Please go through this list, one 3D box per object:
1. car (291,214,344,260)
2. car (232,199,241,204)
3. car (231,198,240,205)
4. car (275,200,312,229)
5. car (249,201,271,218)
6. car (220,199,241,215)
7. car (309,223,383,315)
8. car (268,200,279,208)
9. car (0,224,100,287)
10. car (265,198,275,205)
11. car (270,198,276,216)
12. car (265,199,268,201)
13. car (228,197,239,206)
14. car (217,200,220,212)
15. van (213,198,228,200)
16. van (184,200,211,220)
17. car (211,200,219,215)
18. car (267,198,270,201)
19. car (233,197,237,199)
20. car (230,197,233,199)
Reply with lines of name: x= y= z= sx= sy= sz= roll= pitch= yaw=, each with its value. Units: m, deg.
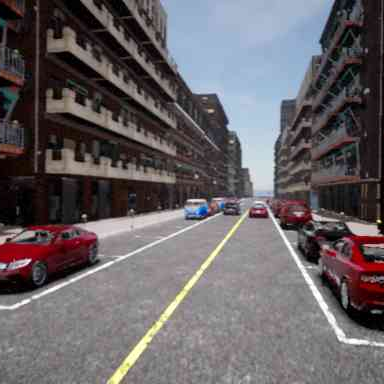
car: x=5.159 y=1.755 z=12.879 sx=1.947 sy=1.339 sz=4.313 roll=0 pitch=-1 yaw=12
car: x=11.708 y=2.485 z=86.722 sx=1.947 sy=1.339 sz=4.313 roll=0 pitch=-1 yaw=12
car: x=10.574 y=2.293 z=81.175 sx=1.967 sy=1.590 sz=4.097 roll=0 pitch=-1 yaw=12
car: x=7.429 y=1.632 z=23.978 sx=2.192 sy=1.841 sz=5.009 roll=0 pitch=-1 yaw=12
car: x=6.997 y=1.965 z=34.949 sx=1.994 sy=1.385 sz=4.181 roll=1 pitch=0 yaw=12
car: x=4.757 y=1.906 z=39.252 sx=1.837 sy=1.490 sz=4.892 roll=1 pitch=-1 yaw=12
car: x=4.093 y=1.674 z=7.666 sx=1.887 sy=1.381 sz=4.507 roll=0 pitch=-1 yaw=12
car: x=15.406 y=2.299 z=62.983 sx=1.752 sy=1.417 sz=4.829 roll=0 pitch=-1 yaw=12
car: x=-4.083 y=1.593 z=9.341 sx=1.802 sy=1.307 sz=4.206 roll=0 pitch=-1 yaw=12
car: x=19.912 y=2.352 z=85.014 sx=2.192 sy=1.841 sz=5.009 roll=0 pitch=-1 yaw=12
car: x=9.699 y=1.760 z=35.077 sx=2.192 sy=1.841 sz=5.009 roll=0 pitch=-1 yaw=12
car: x=9.006 y=2.043 z=45.026 sx=1.812 sy=1.442 sz=4.674 roll=1 pitch=0 yaw=12
car: x=9.440 y=2.101 z=75.628 sx=2.192 sy=1.841 sz=5.009 roll=0 pitch=-1 yaw=12
car: x=2.659 y=1.975 z=42.325 sx=1.802 sy=1.307 sz=4.206 roll=0 pitch=-1 yaw=12
van: x=3.783 y=1.799 z=47.881 sx=1.690 sy=1.788 sz=3.998 roll=0 pitch=-1 yaw=12
van: x=0.394 y=1.605 z=31.231 sx=1.690 sy=1.788 sz=3.998 roll=0 pitch=-1 yaw=12
car: x=1.527 y=1.910 z=36.777 sx=1.802 sy=1.307 sz=4.206 roll=0 pitch=-1 yaw=12
car: x=14.238 y=2.147 z=57.269 sx=1.967 sy=1.590 sz=4.097 roll=0 pitch=-1 yaw=12
car: x=8.304 y=2.271 z=70.076 sx=2.008 sy=1.369 sz=4.403 roll=0 pitch=-1 yaw=12
car: x=4.891 y=1.838 z=53.434 sx=2.192 sy=1.841 sz=5.009 roll=0 pitch=-1 yaw=12
